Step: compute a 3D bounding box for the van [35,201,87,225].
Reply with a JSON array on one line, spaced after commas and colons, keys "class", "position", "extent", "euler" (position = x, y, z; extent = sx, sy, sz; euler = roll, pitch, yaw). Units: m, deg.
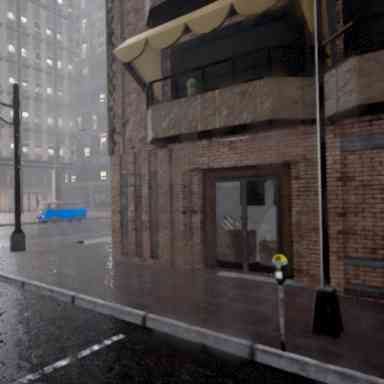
[{"class": "van", "position": [-10.452, 1.636, 26.810], "extent": [1.690, 1.788, 3.998], "euler": [-2, -1, 36]}]
